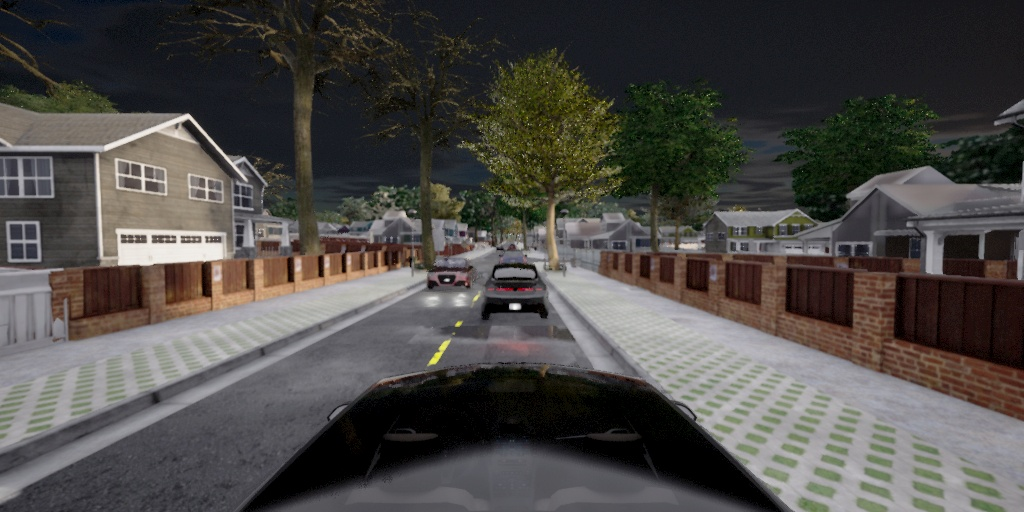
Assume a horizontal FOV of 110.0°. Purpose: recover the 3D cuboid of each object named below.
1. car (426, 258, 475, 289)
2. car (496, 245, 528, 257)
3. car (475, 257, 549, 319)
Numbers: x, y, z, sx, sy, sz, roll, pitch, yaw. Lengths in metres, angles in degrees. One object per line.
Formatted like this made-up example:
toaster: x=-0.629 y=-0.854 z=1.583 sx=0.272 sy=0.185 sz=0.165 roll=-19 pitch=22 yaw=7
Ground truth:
car: x=-2.845 y=0.797 z=17.646 sx=1.994 sy=1.385 sz=4.181 roll=0 pitch=2 yaw=0
car: x=0.080 y=0.280 z=26.467 sx=2.097 sy=1.767 sz=4.553 roll=0 pitch=2 yaw=0
car: x=0.082 y=0.949 z=11.347 sx=1.837 sy=1.490 sz=4.892 roll=0 pitch=2 yaw=0
